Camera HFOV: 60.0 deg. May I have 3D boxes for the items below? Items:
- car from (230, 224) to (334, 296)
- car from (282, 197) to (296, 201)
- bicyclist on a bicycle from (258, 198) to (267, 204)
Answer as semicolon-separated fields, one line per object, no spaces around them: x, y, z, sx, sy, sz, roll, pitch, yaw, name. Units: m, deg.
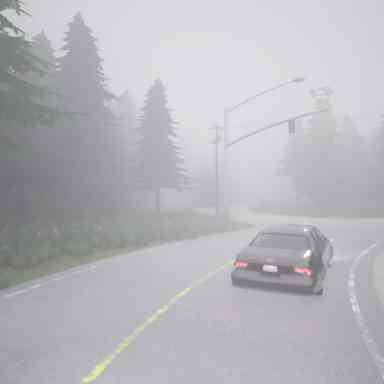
2.636;1.563;8.843;2.033;1.411;5.357;0;0;26;car
19.445;1.702;65.547;4.181;1.385;1.994;0;0;-44;car
8.523;1.547;40.124;1.656;1.620;0.582;0;0;-2;bicyclist on a bicycle
